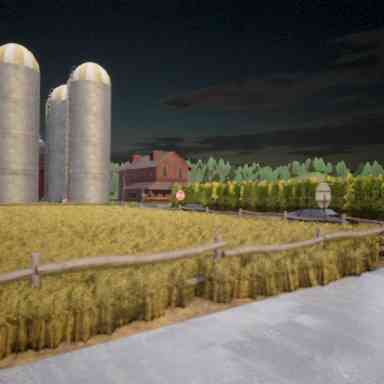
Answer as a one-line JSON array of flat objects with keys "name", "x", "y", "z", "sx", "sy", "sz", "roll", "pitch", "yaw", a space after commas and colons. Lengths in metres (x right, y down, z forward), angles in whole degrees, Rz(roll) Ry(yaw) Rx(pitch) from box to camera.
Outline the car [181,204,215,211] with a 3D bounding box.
[{"name": "car", "x": 0.369, "y": 1.953, "z": 35.037, "sx": 1.895, "sy": 1.301, "sz": 4.718, "roll": 1, "pitch": -1, "yaw": -36}]

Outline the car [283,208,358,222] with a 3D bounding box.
[{"name": "car", "x": 8.837, "y": 1.829, "z": 23.253, "sx": 2.033, "sy": 1.411, "sz": 5.357, "roll": 1, "pitch": -1, "yaw": -36}]
